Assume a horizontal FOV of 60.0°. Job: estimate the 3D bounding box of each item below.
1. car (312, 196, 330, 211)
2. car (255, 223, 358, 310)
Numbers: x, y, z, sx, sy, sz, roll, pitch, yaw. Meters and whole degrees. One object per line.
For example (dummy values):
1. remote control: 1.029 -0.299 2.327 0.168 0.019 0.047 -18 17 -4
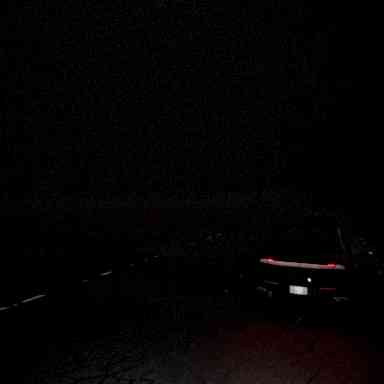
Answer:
1. car: 18.725 1.650 48.152 2.150 2.045 5.566 0 -1 19
2. car: 2.844 1.509 8.019 2.128 1.511 4.902 0 0 24
